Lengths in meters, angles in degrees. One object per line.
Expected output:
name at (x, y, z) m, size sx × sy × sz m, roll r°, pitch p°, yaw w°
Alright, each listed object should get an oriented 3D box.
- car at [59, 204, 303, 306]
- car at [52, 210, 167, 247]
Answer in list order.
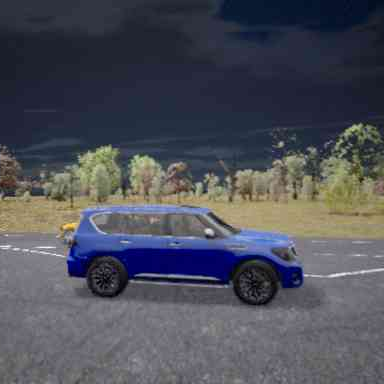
car at (-0.243, 1.340, 8.149) m, size 5.566 × 2.045 × 2.150 m, roll -1°, pitch 0°, yaw 11°
car at (-3.873, 1.671, 15.970) m, size 5.008 × 1.535 × 1.882 m, roll 0°, pitch 0°, yaw 11°
